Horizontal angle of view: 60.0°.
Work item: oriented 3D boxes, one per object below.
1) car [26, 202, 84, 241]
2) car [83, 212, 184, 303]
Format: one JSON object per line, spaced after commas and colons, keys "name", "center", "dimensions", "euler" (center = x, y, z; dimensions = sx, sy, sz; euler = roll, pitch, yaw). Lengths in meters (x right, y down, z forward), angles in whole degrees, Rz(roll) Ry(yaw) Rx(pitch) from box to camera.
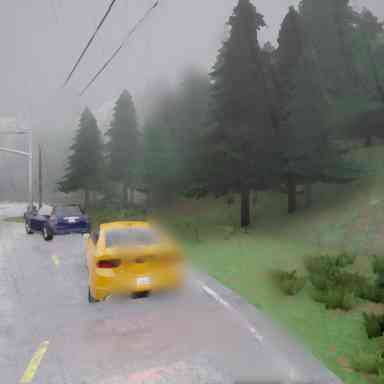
{"name": "car", "center": [-6.951, 1.352, 17.086], "dimensions": [2.097, 1.767, 4.553], "euler": [0, 0, -40]}
{"name": "car", "center": [-1.678, 1.478, 8.441], "dimensions": [1.882, 1.535, 5.008], "euler": [0, 0, -19]}
